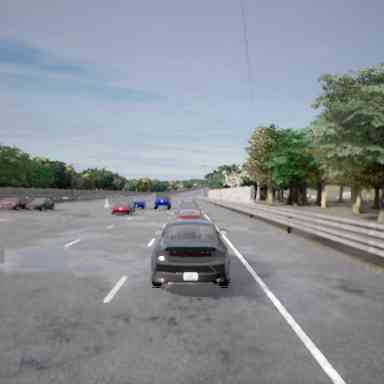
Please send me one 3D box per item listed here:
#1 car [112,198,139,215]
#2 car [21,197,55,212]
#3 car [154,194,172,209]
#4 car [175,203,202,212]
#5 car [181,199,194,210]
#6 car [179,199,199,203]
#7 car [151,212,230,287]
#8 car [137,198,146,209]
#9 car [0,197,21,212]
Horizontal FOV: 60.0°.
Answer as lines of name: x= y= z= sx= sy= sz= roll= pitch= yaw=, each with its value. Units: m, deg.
car: x=-7.335 y=1.670 z=36.053 sx=1.994 sy=1.385 sz=4.181 roll=0 pitch=0 yaw=-1
car: x=-18.103 y=1.564 z=39.907 sx=1.882 sy=1.535 sz=5.008 roll=0 pitch=0 yaw=-2
car: x=-4.120 y=1.384 z=47.504 sx=2.150 sy=2.045 sz=5.566 roll=0 pitch=-1 yaw=-2
car: x=-0.143 y=1.585 z=19.752 sx=1.812 sy=1.442 sz=4.674 roll=0 pitch=0 yaw=-1
car: x=-0.628 y=1.706 z=47.753 sx=1.812 sy=1.442 sz=4.674 roll=0 pitch=0 yaw=-1
car: x=-0.250 y=1.595 z=27.024 sx=1.837 sy=1.490 sz=4.892 roll=0 pitch=0 yaw=-1
car: x=-0.043 y=1.528 z=9.370 sx=1.837 sy=1.490 sz=4.892 roll=0 pitch=0 yaw=0
car: x=-7.622 y=1.633 z=47.388 sx=1.882 sy=1.535 sz=5.008 roll=0 pitch=0 yaw=-2
car: x=-21.621 y=1.430 z=40.615 sx=2.097 sy=1.767 sz=4.553 roll=0 pitch=0 yaw=-1
